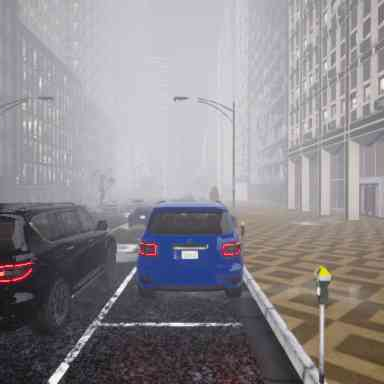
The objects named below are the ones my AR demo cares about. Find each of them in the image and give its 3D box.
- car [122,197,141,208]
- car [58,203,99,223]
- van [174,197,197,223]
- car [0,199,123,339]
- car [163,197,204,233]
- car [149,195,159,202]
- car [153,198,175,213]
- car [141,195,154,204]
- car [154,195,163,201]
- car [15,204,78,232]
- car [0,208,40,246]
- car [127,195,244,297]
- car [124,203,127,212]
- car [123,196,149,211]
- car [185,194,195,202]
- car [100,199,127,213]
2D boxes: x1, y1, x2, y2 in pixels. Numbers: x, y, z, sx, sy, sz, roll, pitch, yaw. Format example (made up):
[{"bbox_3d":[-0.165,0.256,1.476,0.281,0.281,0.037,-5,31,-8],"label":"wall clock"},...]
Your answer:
[{"bbox_3d":[-8.843,1.541,49.090,2.008,1.369,4.403,-1,0,0],"label":"car"},{"bbox_3d":[-8.843,1.577,26.356,1.802,1.307,4.206,-1,0,0],"label":"car"},{"bbox_3d":[-0.465,1.336,26.356,1.690,1.788,3.998,-1,0,0],"label":"van"},{"bbox_3d":[-3.146,1.219,6.810,2.150,2.045,5.566,0,0,0],"label":"car"},{"bbox_3d":[-0.465,1.311,20.672,2.192,1.841,5.009,-1,0,0],"label":"car"},{"bbox_3d":[-8.844,1.509,77.339,1.752,1.417,4.829,-1,0,0],"label":"car"},{"bbox_3d":[-3.073,1.485,37.655,2.128,1.511,4.902,0,0,0],"label":"car"},{"bbox_3d":[-8.845,1.427,66.141,1.967,1.590,4.097,-1,0,0],"label":"car"},{"bbox_3d":[-8.844,1.545,88.876,1.947,1.339,4.313,-1,0,0],"label":"car"},{"bbox_3d":[-8.844,1.547,20.672,2.008,1.369,4.403,-1,0,0],"label":"car"},{"bbox_3d":[-8.843,1.542,14.989,1.887,1.381,4.507,-1,0,0],"label":"car"},{"bbox_3d":[-0.039,1.226,8.681,2.150,2.045,5.566,0,0,0],"label":"car"},{"bbox_3d":[-3.073,1.560,22.833,1.994,1.385,4.181,0,0,0],"label":"car"},{"bbox_3d":[-6.220,1.519,38.053,1.812,1.442,4.674,0,0,0],"label":"car"},{"bbox_3d":[-0.465,1.298,77.509,2.192,1.841,5.009,-1,0,0],"label":"car"},{"bbox_3d":[-8.844,1.544,37.723,2.008,1.369,4.403,-1,0,0],"label":"car"}]
